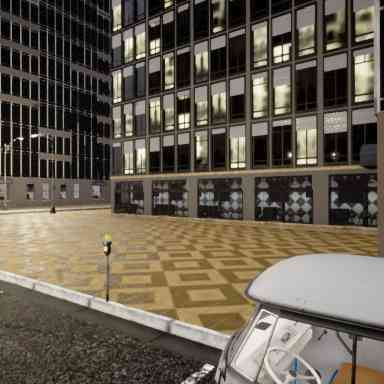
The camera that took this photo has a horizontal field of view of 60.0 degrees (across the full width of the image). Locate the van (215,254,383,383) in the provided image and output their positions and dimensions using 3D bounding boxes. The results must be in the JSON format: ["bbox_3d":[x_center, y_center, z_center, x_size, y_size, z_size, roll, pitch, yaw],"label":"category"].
[{"bbox_3d":[1.933,1.341,1.500,3.998,1.788,1.690,0,0,35],"label":"van"}]
